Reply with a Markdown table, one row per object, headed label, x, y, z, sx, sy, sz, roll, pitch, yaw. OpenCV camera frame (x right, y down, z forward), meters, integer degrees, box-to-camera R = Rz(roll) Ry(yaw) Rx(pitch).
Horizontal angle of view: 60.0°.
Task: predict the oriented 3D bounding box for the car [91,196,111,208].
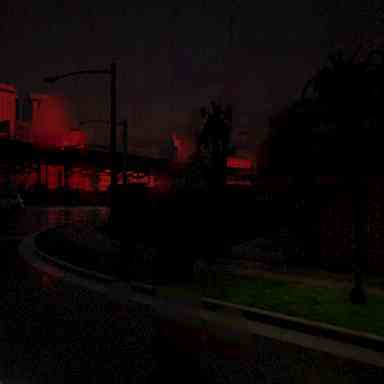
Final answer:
| label | x | y | z | sx | sy | sz | roll | pitch | yaw |
| --- | --- | --- | --- | --- | --- | --- | --- | --- | --- |
| car | -10.790 | 1.285 | 45.072 | 1.837 | 1.490 | 4.892 | 0 | 1 | 37 |

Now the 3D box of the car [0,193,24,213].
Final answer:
| label | x | y | z | sx | sy | sz | roll | pitch | yaw |
| --- | --- | --- | --- | --- | --- | --- | --- | --- | --- |
| car | -19.730 | 1.156 | 33.107 | 2.150 | 2.045 | 5.566 | 0 | 0 | 36 |

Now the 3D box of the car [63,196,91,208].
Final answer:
| label | x | y | z | sx | sy | sz | roll | pitch | yaw |
| --- | --- | --- | --- | --- | --- | --- | --- | --- | --- |
| car | -15.120 | 1.335 | 45.144 | 1.812 | 1.442 | 4.674 | 0 | 1 | 37 |
